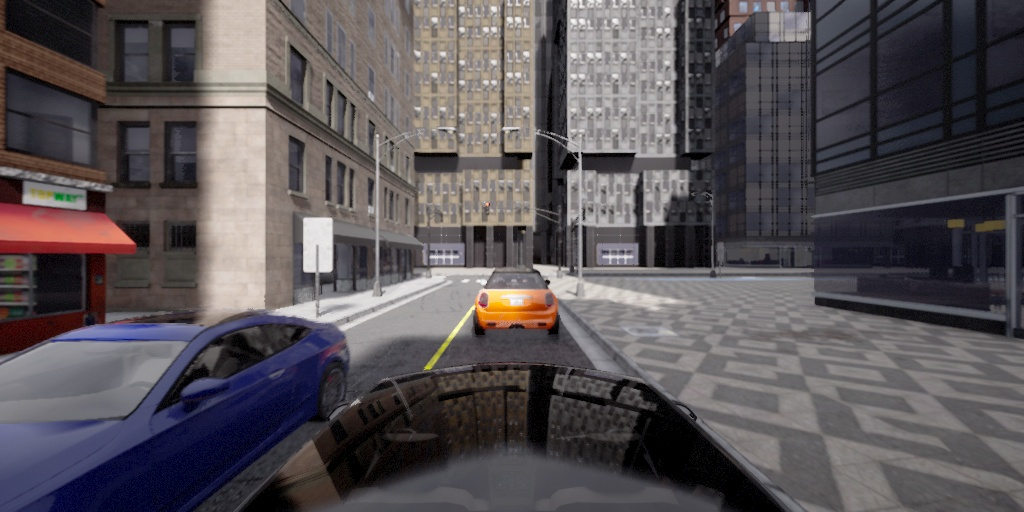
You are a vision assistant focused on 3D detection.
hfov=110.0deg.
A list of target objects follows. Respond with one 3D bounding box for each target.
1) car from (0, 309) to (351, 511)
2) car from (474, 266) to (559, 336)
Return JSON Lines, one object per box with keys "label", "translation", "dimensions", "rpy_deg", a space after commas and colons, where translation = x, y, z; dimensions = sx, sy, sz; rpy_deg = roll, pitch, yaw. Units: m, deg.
{"label": "car", "translation": [-3.076, 1.276, 3.097], "dimensions": [1.812, 1.442, 4.674], "rpy_deg": [0, 0, 0]}
{"label": "car", "translation": [0.100, 1.105, 10.575], "dimensions": [2.097, 1.767, 4.553], "rpy_deg": [0, 0, 0]}
